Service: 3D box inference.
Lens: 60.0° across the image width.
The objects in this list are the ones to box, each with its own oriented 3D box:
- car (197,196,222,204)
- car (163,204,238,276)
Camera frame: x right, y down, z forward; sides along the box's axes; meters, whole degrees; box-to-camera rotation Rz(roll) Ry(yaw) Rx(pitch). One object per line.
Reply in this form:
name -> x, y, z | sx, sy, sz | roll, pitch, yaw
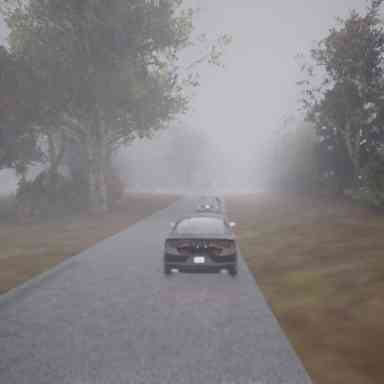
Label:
car -> 1.301, 0.974, 25.310 | 2.033, 1.411, 5.357 | 0, 2, 5
car -> 0.305, 1.364, 10.108 | 1.882, 1.535, 5.008 | 0, 1, 3
